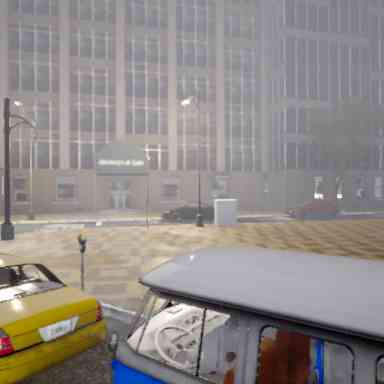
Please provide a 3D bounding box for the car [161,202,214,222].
[{"bbox_3d":[-0.153,1.392,23.965,4.181,1.385,1.994,0,0,-14],"label":"car"}]

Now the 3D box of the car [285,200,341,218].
[{"bbox_3d":[9.565,1.317,26.375,4.181,1.385,1.994,0,0,-14],"label":"car"}]

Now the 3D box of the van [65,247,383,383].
[{"bbox_3d":[1.252,1.341,1.835,3.998,1.788,1.690,0,0,35],"label":"van"}]

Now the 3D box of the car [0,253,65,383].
[{"bbox_3d":[-3.395,1.528,5.147,4.829,1.417,1.752,0,0,35],"label":"car"}]
